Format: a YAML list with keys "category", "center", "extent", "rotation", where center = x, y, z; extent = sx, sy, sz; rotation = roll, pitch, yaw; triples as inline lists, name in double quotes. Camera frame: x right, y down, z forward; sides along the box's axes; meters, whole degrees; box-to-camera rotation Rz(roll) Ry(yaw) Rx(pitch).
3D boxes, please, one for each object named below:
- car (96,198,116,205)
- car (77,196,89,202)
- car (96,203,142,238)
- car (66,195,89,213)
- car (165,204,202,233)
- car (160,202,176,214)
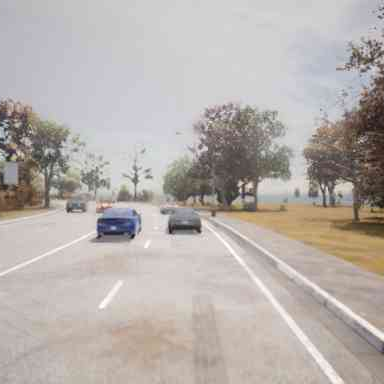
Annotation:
- category: "car"
  center: [-10.143, 1.556, 39.314]
  extent: [2.097, 1.767, 4.553]
  rotation: [0, 0, -12]
- category: "car"
  center: [-25.780, 1.641, 78.664]
  extent: [1.812, 1.442, 4.674]
  rotation: [0, 0, -31]
- category: "car"
  center: [-3.863, 1.575, 18.229]
  extent: [1.882, 1.535, 5.008]
  rotation: [0, 0, -3]
- category: "car"
  center: [-13.987, 1.429, 40.784]
  extent: [2.150, 2.045, 5.566]
  rotation: [0, 0, -12]
- category: "car"
  center: [-0.508, 1.674, 20.671]
  extent: [1.994, 1.385, 4.181]
  rotation: [0, 0, -3]
- category: "car"
  center: [-2.678, 1.808, 38.718]
  extent: [1.895, 1.301, 4.718]
  rotation: [0, 0, -10]
